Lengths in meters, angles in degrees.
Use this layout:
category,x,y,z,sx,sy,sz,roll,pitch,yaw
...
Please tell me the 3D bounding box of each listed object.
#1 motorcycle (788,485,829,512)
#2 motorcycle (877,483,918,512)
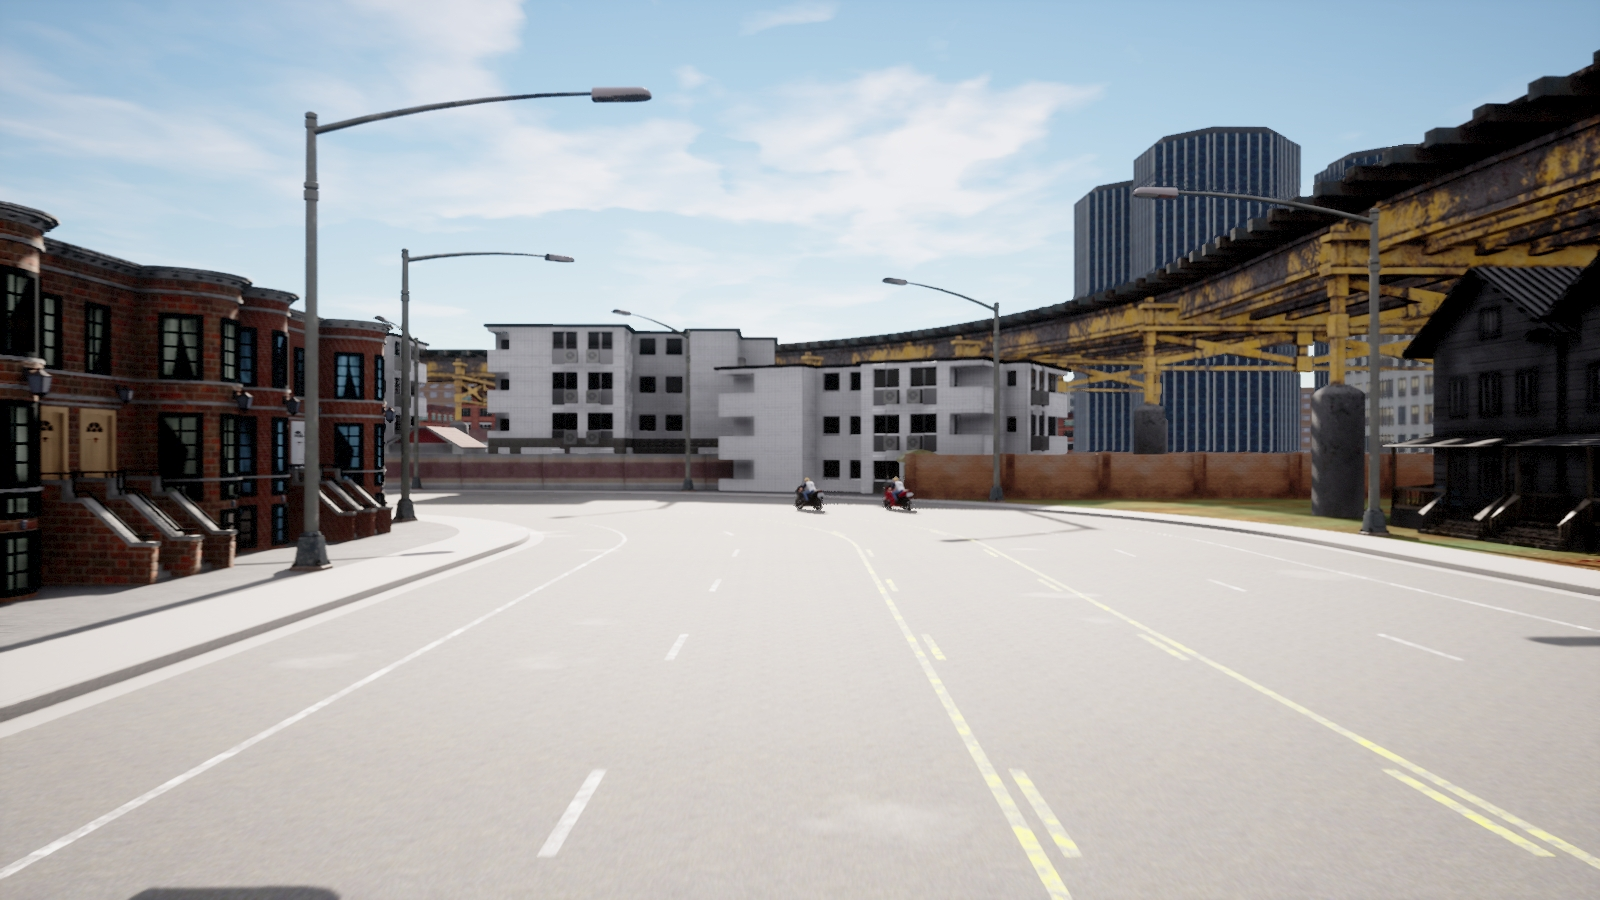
category,x,y,z,sx,sy,sz,roll,pitch,yaw
motorcycle,0.389,2.192,52.115,0.803,1.145,2.033,-1,1,-36
motorcycle,4.456,2.153,52.377,0.803,1.224,2.033,-1,0,-33
